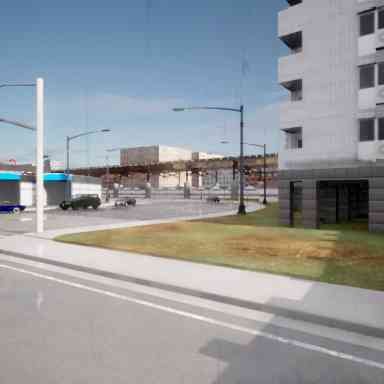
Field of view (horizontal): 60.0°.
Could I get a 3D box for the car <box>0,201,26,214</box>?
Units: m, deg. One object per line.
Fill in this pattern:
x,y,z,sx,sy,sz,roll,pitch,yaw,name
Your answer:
-19.692,1.601,33.894,1.895,1.301,4.718,0,0,37,car

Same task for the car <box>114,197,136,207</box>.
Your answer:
-10.295,1.492,51.630,2.128,1.511,4.902,0,0,14,car

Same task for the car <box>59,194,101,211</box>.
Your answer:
-14.058,1.221,42.216,2.150,2.045,5.566,0,0,29,car

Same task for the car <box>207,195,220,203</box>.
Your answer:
4.410,1.502,69.673,1.837,1.490,4.892,0,0,-12,car
